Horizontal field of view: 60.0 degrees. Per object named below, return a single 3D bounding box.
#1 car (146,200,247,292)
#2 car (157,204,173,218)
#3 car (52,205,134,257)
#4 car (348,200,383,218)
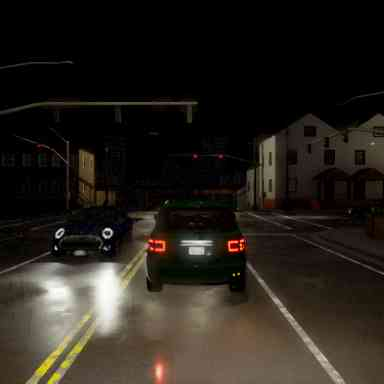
[{"bbox_3d":[0.090,1.221,9.059,2.150,2.045,5.566,0,0,0],"label":"car"},{"bbox_3d":[-3.593,2.597,45.329,1.812,1.442,4.674,0,-9,0],"label":"car"},{"bbox_3d":[-3.581,1.352,12.812,2.097,1.767,4.553,0,0,-1],"label":"car"},{"bbox_3d":[16.563,1.491,29.786,4.902,1.511,2.128,0,0,-1],"label":"car"}]
